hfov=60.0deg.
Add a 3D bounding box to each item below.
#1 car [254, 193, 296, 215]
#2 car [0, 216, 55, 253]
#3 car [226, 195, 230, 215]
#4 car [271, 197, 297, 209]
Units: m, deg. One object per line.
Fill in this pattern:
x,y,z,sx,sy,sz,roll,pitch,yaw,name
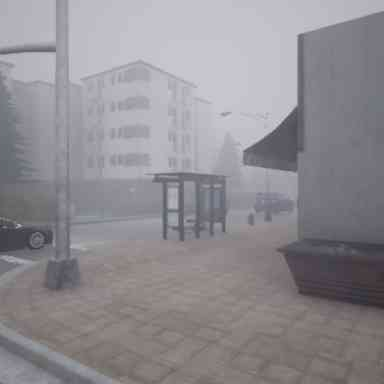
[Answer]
7.926,1.137,31.976,2.150,2.045,5.566,0,-2,36,car
-7.077,1.456,11.075,1.837,1.490,4.892,0,2,36,car
1.209,1.079,28.791,2.150,2.045,5.566,0,0,36,car
12.219,1.450,43.961,1.994,1.385,4.181,0,0,36,car
